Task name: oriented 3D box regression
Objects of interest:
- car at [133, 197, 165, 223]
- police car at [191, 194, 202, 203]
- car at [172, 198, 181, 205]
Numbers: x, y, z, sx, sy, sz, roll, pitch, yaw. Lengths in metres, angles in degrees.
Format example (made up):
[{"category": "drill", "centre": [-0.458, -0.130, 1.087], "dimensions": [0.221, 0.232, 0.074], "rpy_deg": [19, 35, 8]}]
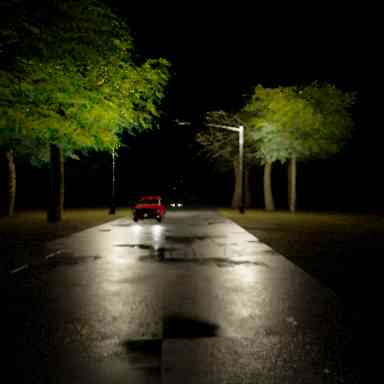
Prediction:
[{"category": "car", "centre": [-3.489, 1.429, 27.938], "dimensions": [2.150, 2.045, 5.566], "rpy_deg": [0, 0, 0]}, {"category": "police car", "centre": [1.428, 1.782, 83.350], "dimensions": [1.930, 1.638, 5.238], "rpy_deg": [0, 0, 0]}, {"category": "car", "centre": [-3.187, 1.882, 69.403], "dimensions": [2.033, 1.411, 5.357], "rpy_deg": [0, 0, 0]}]
